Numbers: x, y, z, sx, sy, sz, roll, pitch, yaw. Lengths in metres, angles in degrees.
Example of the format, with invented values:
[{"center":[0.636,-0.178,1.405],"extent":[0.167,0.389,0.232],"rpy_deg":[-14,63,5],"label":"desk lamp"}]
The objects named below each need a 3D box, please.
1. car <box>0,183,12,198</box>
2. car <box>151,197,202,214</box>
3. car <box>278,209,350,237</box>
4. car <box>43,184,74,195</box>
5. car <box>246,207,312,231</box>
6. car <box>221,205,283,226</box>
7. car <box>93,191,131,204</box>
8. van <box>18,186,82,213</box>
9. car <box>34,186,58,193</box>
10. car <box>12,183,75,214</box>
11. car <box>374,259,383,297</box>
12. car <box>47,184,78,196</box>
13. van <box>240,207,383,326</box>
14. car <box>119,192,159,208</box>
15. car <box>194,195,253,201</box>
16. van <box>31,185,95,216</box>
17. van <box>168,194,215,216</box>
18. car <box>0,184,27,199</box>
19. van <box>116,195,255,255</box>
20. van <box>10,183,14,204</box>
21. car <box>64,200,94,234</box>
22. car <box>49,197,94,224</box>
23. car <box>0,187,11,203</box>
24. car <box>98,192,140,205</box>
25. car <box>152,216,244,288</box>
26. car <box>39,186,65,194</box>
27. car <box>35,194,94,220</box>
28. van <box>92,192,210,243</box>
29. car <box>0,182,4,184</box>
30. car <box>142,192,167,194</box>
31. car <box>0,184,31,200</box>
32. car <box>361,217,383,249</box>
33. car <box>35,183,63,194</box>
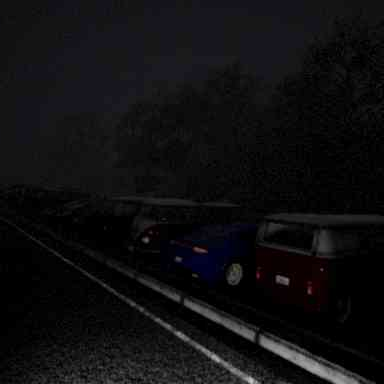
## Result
[{"center":[-16.888,0.405,34.319],"extent":[4.553,1.767,2.185],"rpy_deg":[3,0,-37],"label":"car"},{"center":[-1.618,1.459,36.015],"extent":[5.366,1.575,1.946],"rpy_deg":[3,0,-37],"label":"car"},{"center":[8.404,2.057,22.723],"extent":[5.366,1.575,1.946],"rpy_deg":[3,0,-37],"label":"car"},{"center":[-28.570,-0.498,71.423],"extent":[5.566,2.045,2.435],"rpy_deg":[3,0,-37],"label":"car"},{"center":[6.563,1.990,24.805],"extent":[4.792,1.488,2.163],"rpy_deg":[3,0,-37],"label":"car"},{"center":[4.935,1.895,27.061],"extent":[4.792,1.488,2.163],"rpy_deg":[3,0,-37],"label":"car"},{"center":[-11.782,0.819,49.196],"extent":[4.892,1.521,2.231],"rpy_deg":[3,0,-37],"label":"car"},{"center":[-11.755,0.630,27.661],"extent":[4.442,1.987,1.878],"rpy_deg":[3,0,-37],"label":"van"},{"center":[-35.243,-0.622,80.345],"extent":[4.792,1.488,2.163],"rpy_deg":[3,0,-37],"label":"car"},{"center":[-10.182,0.704,25.336],"extent":[5.566,2.045,2.435],"rpy_deg":[3,0,-37],"label":"car"},{"center":[5.016,1.836,5.218],"extent":[4.674,1.452,2.002],"rpy_deg":[3,0,-37],"label":"car"},{"center":[-26.968,-0.396,69.300],"extent":[5.566,2.045,2.435],"rpy_deg":[3,0,-37],"label":"car"},{"center":[3.434,1.491,7.524],"extent":[4.442,1.987,1.878],"rpy_deg":[3,0,-37],"label":"van"},{"center":[-6.745,1.011,42.567],"extent":[4.553,1.767,2.185],"rpy_deg":[3,0,-37],"label":"car"},{"center":[3.236,1.513,29.241],"extent":[5.566,2.045,2.435],"rpy_deg":[3,0,-37],"label":"car"},{"center":[-8.383,0.843,23.189],"extent":[4.442,1.987,1.878],"rpy_deg":[3,0,-37],"label":"van"},{"center":[0.009,1.339,33.759],"extent":[4.442,1.987,1.878],"rpy_deg":[3,0,-37],"label":"van"},{"center":[-25.371,-0.133,45.465],"extent":[4.553,1.767,2.185],"rpy_deg":[3,0,-37],"label":"car"},{"center":[-0.130,1.309,11.860],"extent":[4.442,1.987,1.878],"rpy_deg":[3,0,-37],"label":"van"},{"center":[-13.441,0.523,29.897],"extent":[4.442,1.987,1.878],"rpy_deg":[3,0,-37],"label":"van"},{"center":[-3.402,1.391,16.419],"extent":[4.792,1.488,2.163],"rpy_deg":[3,0,-37],"label":"car"},{"center":[-5.118,1.303,18.640],"extent":[4.674,1.452,2.002],"rpy_deg":[3,0,-37],"label":"car"},{"center":[-15.240,0.636,32.061],"extent":[4.892,1.521,2.231],"rpy_deg":[3,0,-37],"label":"car"},{"center":[-10.263,0.912,46.865],"extent":[5.366,1.575,1.946],"rpy_deg":[3,0,-37],"label":"car"},{"center":[1.636,1.626,9.687],"extent":[5.008,1.535,2.097],"rpy_deg":[3,0,-37],"label":"car"},{"center":[-31.917,-0.452,75.881],"extent":[5.008,1.535,2.097],"rpy_deg":[3,0,-37],"label":"car"},{"center":[-6.795,1.165,20.882],"extent":[4.892,1.521,2.231],"rpy_deg":[3,0,-37],"label":"car"},{"center":[-1.630,1.230,14.236],"extent":[4.442,1.987,1.878],"rpy_deg":[3,0,-37],"label":"van"},{"center":[-20.301,0.063,38.757],"extent":[5.566,2.045,2.435],"rpy_deg":[3,0,-37],"label":"car"},{"center":[-3.398,1.097,38.135],"extent":[5.566,2.045,2.435],"rpy_deg":[3,0,-37],"label":"car"},{"center":[-23.684,-0.026,43.229],"extent":[4.553,1.767,2.185],"rpy_deg":[3,0,-37],"label":"car"},{"center":[11.596,2.228,18.176],"extent":[4.892,1.521,2.231],"rpy_deg":[3,0,-37],"label":"car"},{"center":[-33.597,-0.806,78.091],"extent":[5.566,2.045,2.435],"rpy_deg":[3,0,-37],"label":"car"}]
